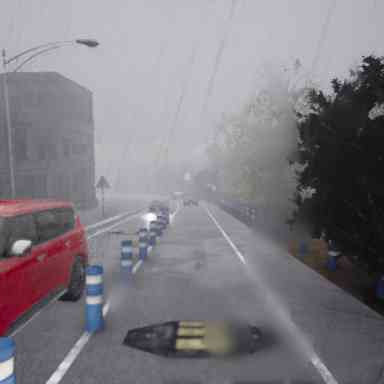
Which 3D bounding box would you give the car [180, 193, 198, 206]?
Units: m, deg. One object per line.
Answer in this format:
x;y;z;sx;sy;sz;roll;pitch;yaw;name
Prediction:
-0.266;1.144;45.923;1.895;1.301;4.718;0;2;-4;car

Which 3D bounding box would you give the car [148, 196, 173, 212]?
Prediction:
-3.359;1.350;34.347;1.895;1.301;4.718;0;0;0;car

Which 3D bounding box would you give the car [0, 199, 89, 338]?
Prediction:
-3.338;1.177;5.187;2.150;2.045;5.566;0;0;0;car

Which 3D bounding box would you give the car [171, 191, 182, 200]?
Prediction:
-2.598;0.618;59.185;1.812;1.442;4.674;-2;2;-15;car
